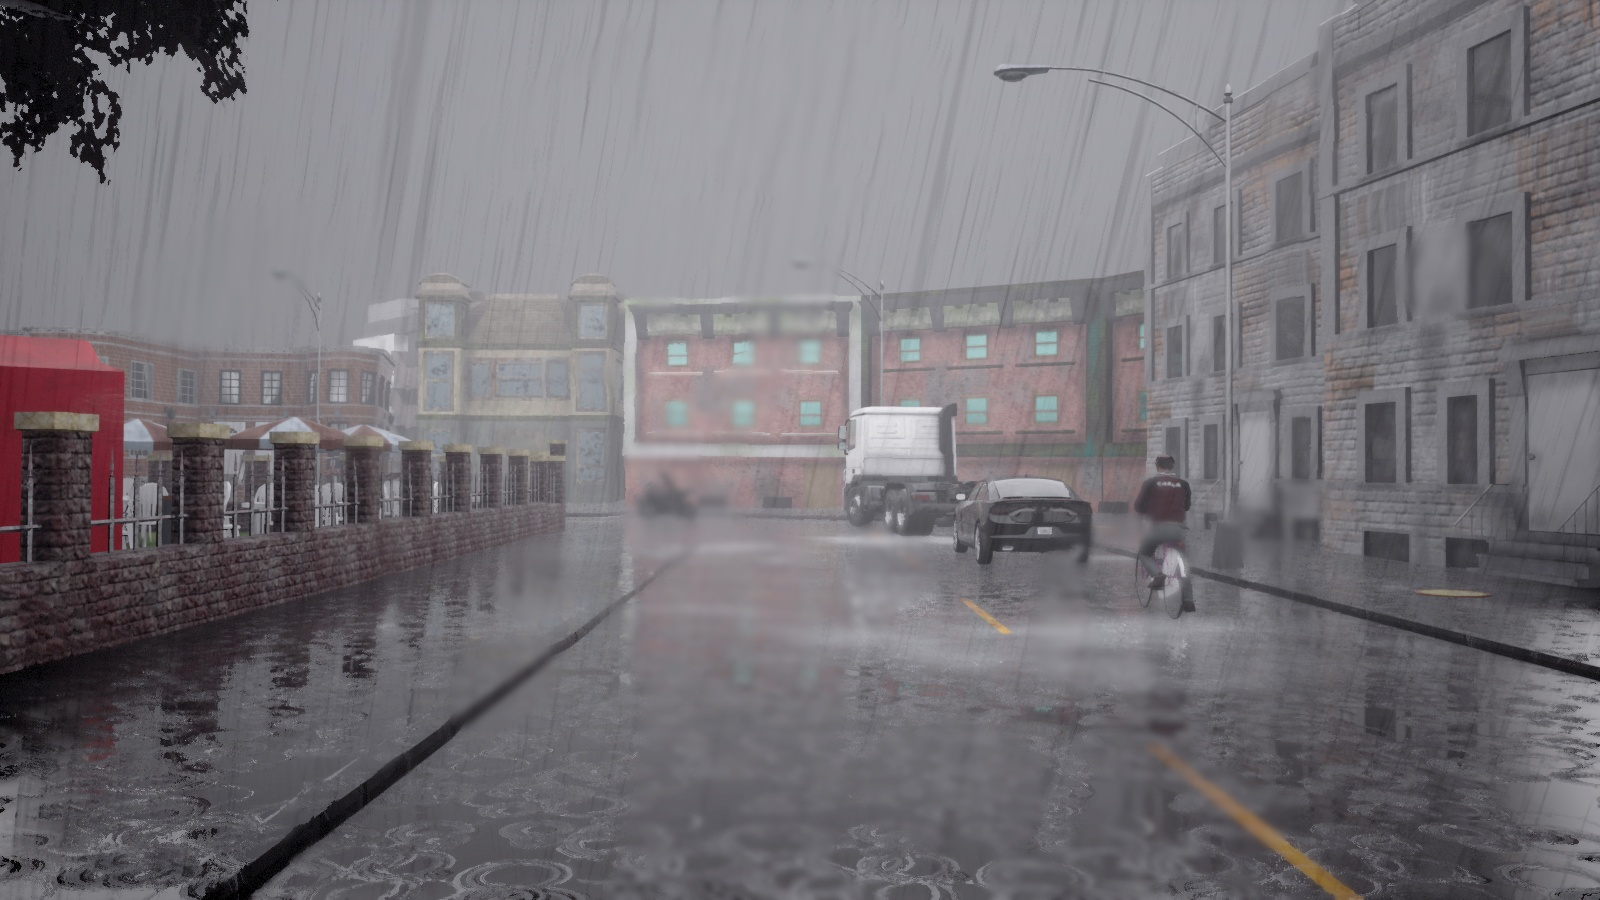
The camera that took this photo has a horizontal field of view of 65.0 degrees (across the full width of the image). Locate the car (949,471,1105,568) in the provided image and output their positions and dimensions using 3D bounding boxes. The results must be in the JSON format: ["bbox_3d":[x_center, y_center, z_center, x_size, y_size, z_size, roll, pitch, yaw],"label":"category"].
[{"bbox_3d":[3.937,1.156,22.649,1.882,1.535,5.008,0,-1,0],"label":"car"}]

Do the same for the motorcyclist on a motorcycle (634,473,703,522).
[{"bbox_3d":[-4.164,1.482,39.784,2.044,1.523,0.797,-1,-1,17],"label":"motorcyclist on a motorcycle"}]

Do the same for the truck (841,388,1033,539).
[{"bbox_3d":[3.311,0.372,32.900,2.891,3.462,7.936,0,-1,-10],"label":"truck"}]

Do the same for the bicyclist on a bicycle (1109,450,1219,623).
[{"bbox_3d":[3.961,0.901,13.814,0.659,1.776,1.843,0,-1,0],"label":"bicyclist on a bicycle"}]
